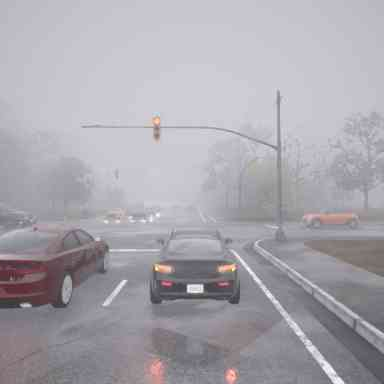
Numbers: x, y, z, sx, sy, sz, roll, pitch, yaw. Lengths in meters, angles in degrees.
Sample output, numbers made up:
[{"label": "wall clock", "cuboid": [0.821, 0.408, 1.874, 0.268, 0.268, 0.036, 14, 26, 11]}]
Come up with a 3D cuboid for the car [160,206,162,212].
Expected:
[{"label": "car", "cuboid": [-7.144, 3.307, 66.689, 2.128, 1.511, 4.902, 0, 0, 0]}]

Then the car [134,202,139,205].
[{"label": "car", "cuboid": [-10.687, 3.103, 55.886, 2.097, 1.767, 4.553, 0, -1, 0]}]

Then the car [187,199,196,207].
[{"label": "car", "cuboid": [-0.253, 2.890, 87.001, 2.097, 1.767, 4.553, 0, 0, -4]}]

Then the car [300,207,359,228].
[{"label": "car", "cuboid": [11.757, 2.162, 28.653, 4.553, 1.767, 2.097, 0, -3, -2]}]

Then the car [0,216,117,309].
[{"label": "car", "cuboid": [-3.432, 1.556, 8.110, 1.882, 1.535, 5.008, 0, -1, 0]}]

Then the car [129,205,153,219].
[{"label": "car", "cuboid": [-7.173, 3.034, 47.162, 1.882, 1.535, 5.008, 0, -2, 1]}]

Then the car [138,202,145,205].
[{"label": "car", "cuboid": [-10.644, 3.037, 66.546, 2.150, 2.045, 5.566, 0, 0, 0]}]

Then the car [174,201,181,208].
[{"label": "car", "cuboid": [-3.761, 3.223, 86.876, 1.812, 1.442, 4.674, 0, 0, -4]}]

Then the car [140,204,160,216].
[{"label": "car", "cuboid": [-7.189, 3.253, 56.633, 2.128, 1.511, 4.902, 0, -1, 0]}]

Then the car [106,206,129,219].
[{"label": "car", "cuboid": [-10.684, 3.030, 47.027, 1.882, 1.535, 5.008, 0, -2, 0]}]

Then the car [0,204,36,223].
[{"label": "car", "cuboid": [-15.131, 1.927, 26.122, 5.566, 2.045, 2.150, -1, -2, 8]}]

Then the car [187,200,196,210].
[{"label": "car", "cuboid": [-0.142, 3.301, 77.266, 1.994, 1.385, 4.181, 0, 0, 0]}]

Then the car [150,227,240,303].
[{"label": "car", "cuboid": [0.065, 1.606, 8.255, 1.812, 1.442, 4.674, 0, -1, 0]}]

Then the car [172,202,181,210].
[{"label": "car", "cuboid": [-3.642, 3.353, 76.965, 1.895, 1.301, 4.718, 0, 0, 0]}]
